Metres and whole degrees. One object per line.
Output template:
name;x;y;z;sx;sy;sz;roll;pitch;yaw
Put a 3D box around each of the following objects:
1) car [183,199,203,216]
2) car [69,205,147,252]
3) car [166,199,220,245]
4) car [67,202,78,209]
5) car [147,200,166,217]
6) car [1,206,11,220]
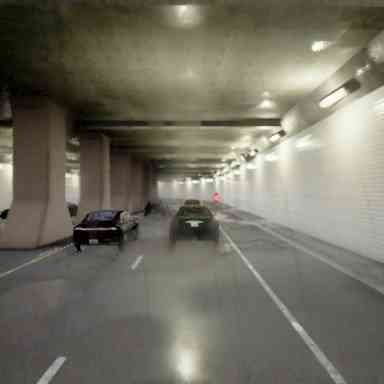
car;0.105;1.484;33.567;1.882;1.535;5.008;0;0;0
car;-3.398;1.494;13.905;2.128;1.511;4.902;0;0;0
car;0.103;1.355;15.629;2.097;1.767;4.553;0;0;0
car;-10.596;1.553;27.009;2.033;1.411;5.357;0;0;0
car;-3.395;1.498;31.936;2.128;1.511;4.902;0;0;0
car;-14.093;1.569;27.911;1.994;1.385;4.181;0;0;0
